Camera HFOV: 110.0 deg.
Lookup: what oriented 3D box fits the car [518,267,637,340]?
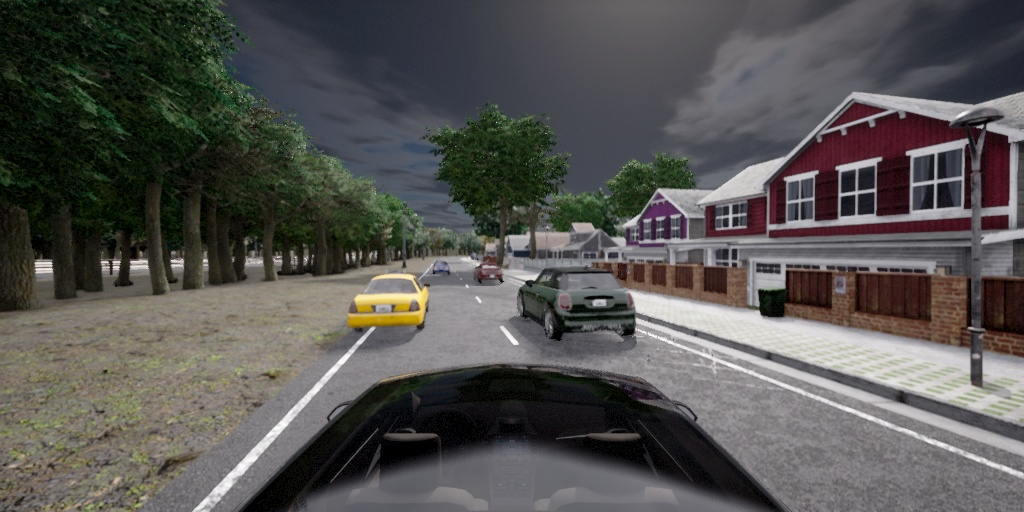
[{"bbox_3d":[1.564,1.084,10.193,2.097,1.767,4.553,0,0,-11],"label":"car"}]

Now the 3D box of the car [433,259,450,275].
[{"bbox_3d":[-7.676,1.278,38.855,2.033,1.411,5.357,0,0,-12],"label":"car"}]

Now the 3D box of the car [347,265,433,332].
[{"bbox_3d":[-3.490,1.194,10.873,1.801,1.575,5.366,0,0,-11],"label":"car"}]

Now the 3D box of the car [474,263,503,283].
[{"bbox_3d":[-1.839,1.250,27.454,1.812,1.442,4.674,0,0,-11],"label":"car"}]
